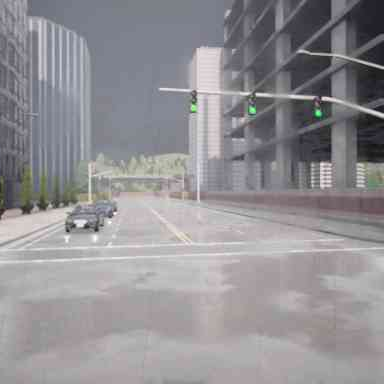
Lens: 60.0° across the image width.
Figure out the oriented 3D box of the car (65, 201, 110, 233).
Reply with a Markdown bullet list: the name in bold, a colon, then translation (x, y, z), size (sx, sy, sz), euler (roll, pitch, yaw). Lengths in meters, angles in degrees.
- **car**: translation (-6.554, 1.571, 20.639), size (2.128, 1.511, 4.902), euler (0, 0, -10)

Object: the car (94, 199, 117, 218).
- **car**: translation (-8.324, 1.451, 30.569), size (2.097, 1.767, 4.553), euler (0, 0, -10)

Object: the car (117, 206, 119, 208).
- **car**: translation (-10.114, 1.644, 40.648), size (1.812, 1.442, 4.674), euler (0, 0, -10)
